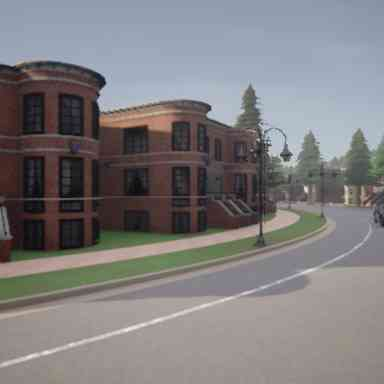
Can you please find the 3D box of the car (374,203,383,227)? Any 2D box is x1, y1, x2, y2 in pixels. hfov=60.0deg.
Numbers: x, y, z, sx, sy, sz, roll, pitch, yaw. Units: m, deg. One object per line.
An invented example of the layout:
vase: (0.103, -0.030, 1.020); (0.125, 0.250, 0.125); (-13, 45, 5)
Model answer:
car: (13.479, 1.520, 22.345); (2.128, 1.511, 4.902); (0, 0, 22)

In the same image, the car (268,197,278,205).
car: (14.722, 1.647, 63.508); (1.882, 1.535, 5.008); (0, 0, -8)
